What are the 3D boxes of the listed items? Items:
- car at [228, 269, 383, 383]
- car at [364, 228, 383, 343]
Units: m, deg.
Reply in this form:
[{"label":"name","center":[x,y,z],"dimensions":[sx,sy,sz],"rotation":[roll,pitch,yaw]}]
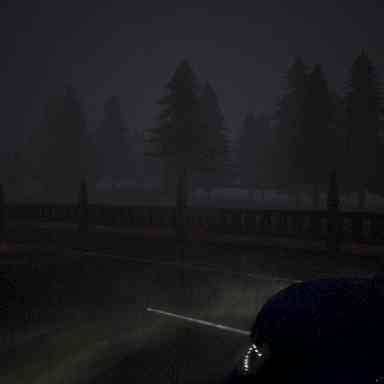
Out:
[{"label":"car","center":[2.944,1.221,1.782],"dimensions":[5.566,2.045,2.150],"rotation":[0,0,35]},{"label":"car","center":[5.217,1.479,4.393],"dimensions":[5.008,1.535,1.882],"rotation":[0,0,36]}]
